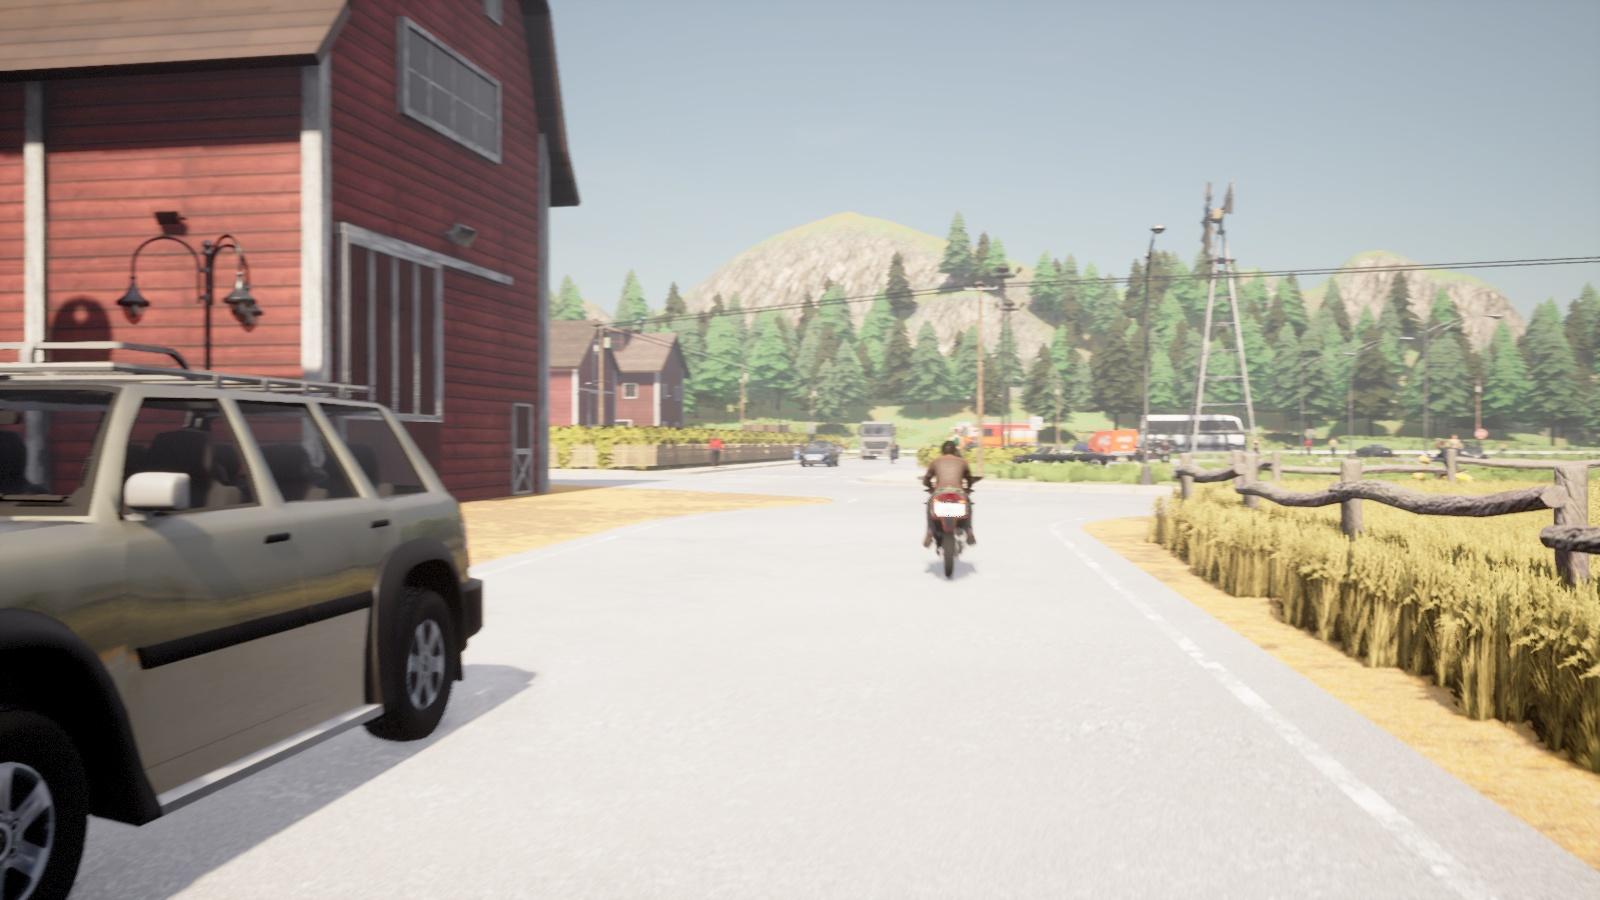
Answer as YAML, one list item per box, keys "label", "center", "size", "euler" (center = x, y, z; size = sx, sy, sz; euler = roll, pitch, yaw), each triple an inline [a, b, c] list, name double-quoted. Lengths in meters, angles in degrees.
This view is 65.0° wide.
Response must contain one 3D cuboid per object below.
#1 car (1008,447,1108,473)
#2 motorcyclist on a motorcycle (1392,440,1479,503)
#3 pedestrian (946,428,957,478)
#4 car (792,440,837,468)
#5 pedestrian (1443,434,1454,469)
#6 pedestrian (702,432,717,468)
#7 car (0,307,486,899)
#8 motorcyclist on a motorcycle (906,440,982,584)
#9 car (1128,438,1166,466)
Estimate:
- label: "car"
  center: [13.309, 0.493, 64.969]
  size: [4.718, 1.301, 1.895]
  euler: [0, 0, -8]
- label: "motorcyclist on a motorcycle"
  center: [16.299, 0.542, 32.268]
  size: [1.817, 1.590, 0.866]
  euler: [0, 0, 10]
- label: "pedestrian"
  center: [5.494, 0.106, 45.569]
  size: [0.345, 1.836, 0.594]
  euler: [0, 0, 1]
- label: "car"
  center: [0.921, 0.226, 77.656]
  size: [2.033, 1.649, 4.856]
  euler: [0, 0, 10]
- label: "pedestrian"
  center: [34.556, 0.076, 66.900]
  size: [0.345, 1.836, 0.594]
  euler: [0, 0, 8]
- label: "pedestrian"
  center: [-4.713, 0.011, 65.592]
  size: [0.634, 1.844, 0.899]
  euler: [0, 0, 6]
- label: "car"
  center: [-2.975, 0.529, 4.830]
  size: [1.932, 1.855, 4.605]
  euler: [0, 0, 7]
- label: "motorcyclist on a motorcycle"
  center: [1.646, 0.648, 14.322]
  size: [0.797, 1.523, 2.044]
  euler: [0, 0, 7]
- label: "car"
  center: [23.017, 0.121, 83.375]
  size: [1.932, 1.855, 4.605]
  euler: [0, 0, 9]
